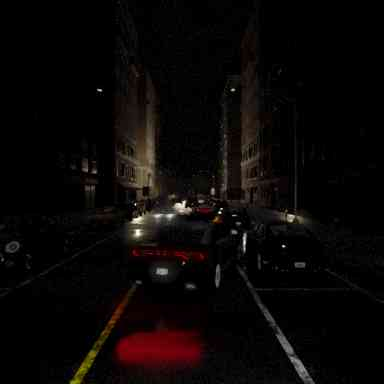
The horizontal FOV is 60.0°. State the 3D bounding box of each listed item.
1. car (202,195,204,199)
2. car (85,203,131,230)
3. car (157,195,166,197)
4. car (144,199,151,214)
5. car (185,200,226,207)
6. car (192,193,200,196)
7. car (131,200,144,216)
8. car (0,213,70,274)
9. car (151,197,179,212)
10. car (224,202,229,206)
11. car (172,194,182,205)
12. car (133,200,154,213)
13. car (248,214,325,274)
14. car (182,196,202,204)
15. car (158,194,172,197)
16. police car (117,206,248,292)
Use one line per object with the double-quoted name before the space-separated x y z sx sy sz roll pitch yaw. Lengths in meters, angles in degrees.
"car" 2.674 1.515 48.374 1.752 1.417 4.829 0 0 0
"car" -5.373 1.524 20.985 1.752 1.417 4.829 0 0 0
"car" -5.351 1.541 48.219 2.008 1.369 4.403 0 0 0
"car" -5.364 1.522 31.810 1.752 1.417 4.829 0 0 0
"car" 0.732 1.454 19.055 1.801 1.575 5.366 0 0 2
"car" 0.045 1.459 59.390 1.882 1.535 5.008 0 0 0
"car" -5.369 1.564 26.568 1.947 1.339 4.313 0 0 0
"car" -5.381 1.440 10.330 1.967 1.590 4.097 0 0 0
"car" -2.823 1.544 35.601 2.033 1.411 5.357 0 0 0
"car" 2.652 1.549 21.140 2.008 1.369 4.403 0 0 0
"car" -2.704 1.546 59.468 1.994 1.385 4.181 0 0 0
"car" -5.360 1.578 37.393 1.802 1.307 4.206 0 0 0
"car" 2.644 1.550 10.314 2.008 1.369 4.403 0 0 0
"car" 0.041 1.556 45.547 1.994 1.385 4.181 0 0 0
"car" -5.343 1.297 59.044 2.192 1.841 5.009 0 0 0
"police car" 0.147 1.424 9.278 1.930 1.638 5.238 0 0 17
